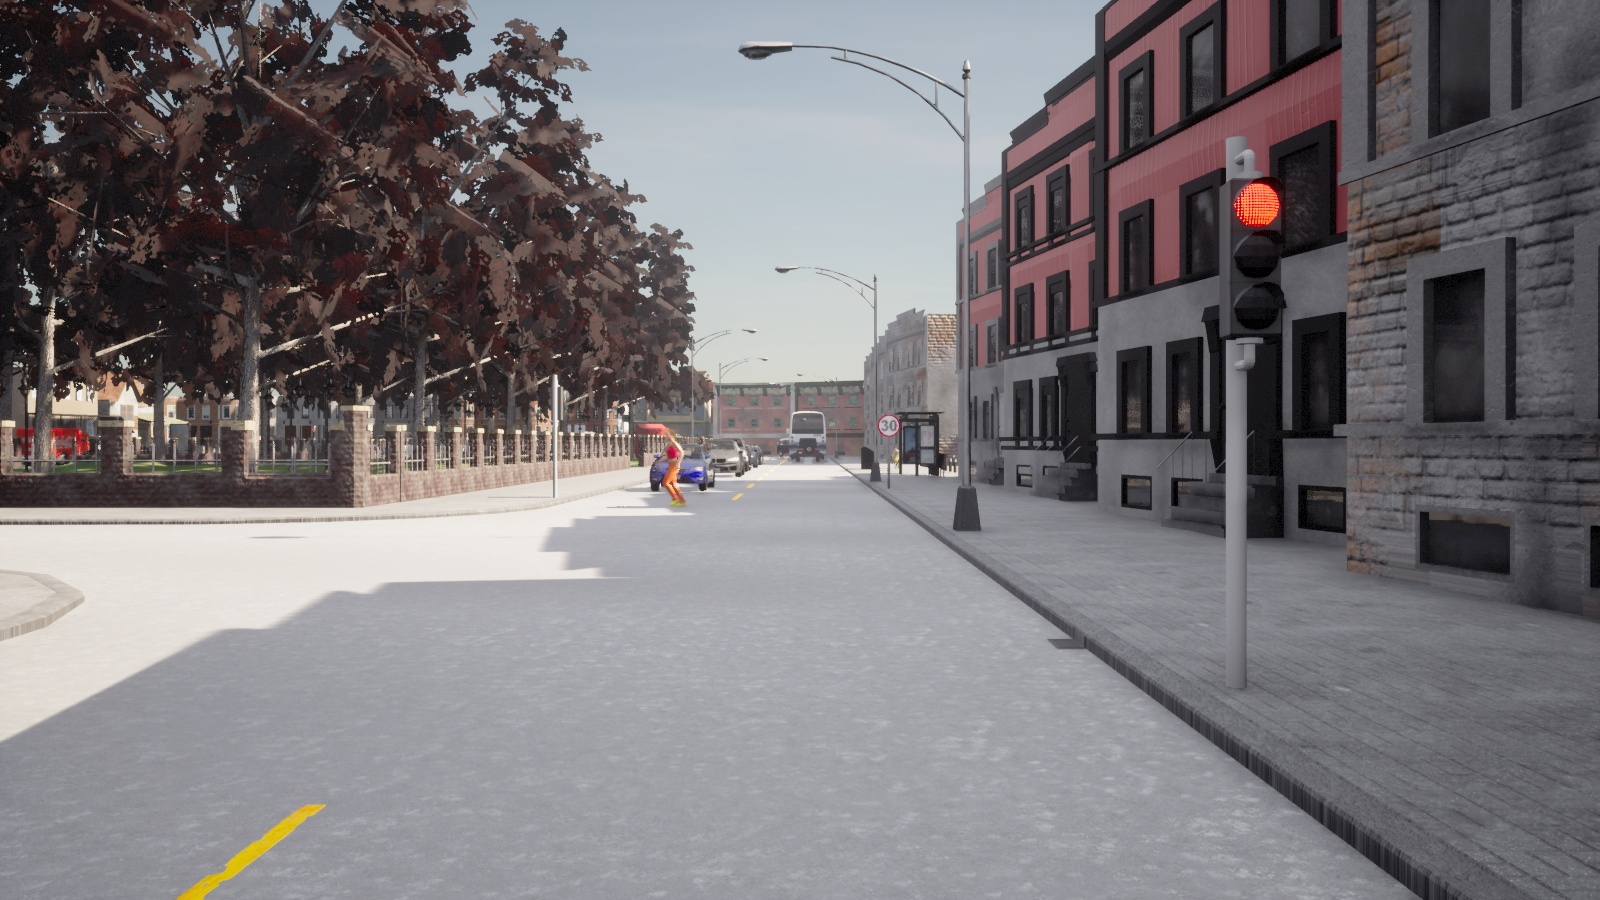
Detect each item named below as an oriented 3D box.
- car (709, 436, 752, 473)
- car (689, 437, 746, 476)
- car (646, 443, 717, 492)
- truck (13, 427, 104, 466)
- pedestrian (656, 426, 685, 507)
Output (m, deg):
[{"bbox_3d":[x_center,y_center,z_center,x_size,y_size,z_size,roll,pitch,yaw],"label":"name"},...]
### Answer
[{"bbox_3d":[-3.565,0.191,65.413,1.932,1.855,4.605,0,0,1],"label":"car"},{"bbox_3d":[-3.627,0.270,56.252,2.242,1.667,4.611,0,0,0],"label":"car"},{"bbox_3d":[-3.717,0.530,40.145,1.816,1.474,4.193,0,0,1],"label":"car"},{"bbox_3d":[-48.850,-0.248,82.884,2.627,2.467,5.204,0,0,5],"label":"truck"},{"bbox_3d":[-2.964,0.371,28.741,0.594,1.836,0.345,0,0,-23],"label":"pedestrian"}]
